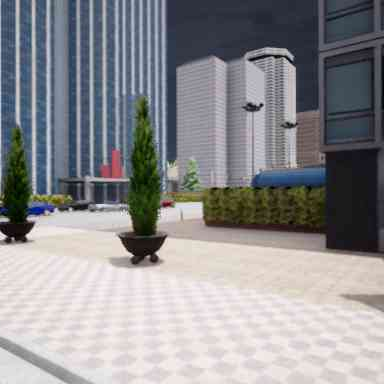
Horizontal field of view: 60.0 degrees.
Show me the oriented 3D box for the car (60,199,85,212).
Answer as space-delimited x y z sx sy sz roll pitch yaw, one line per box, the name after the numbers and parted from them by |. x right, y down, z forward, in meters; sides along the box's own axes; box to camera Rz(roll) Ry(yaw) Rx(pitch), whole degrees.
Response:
-14.223 1.669 41.312 1.882 1.535 5.008 0 0 35 | car

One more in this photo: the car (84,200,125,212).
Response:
-10.345 1.774 40.747 1.895 1.301 4.718 0 0 35 | car

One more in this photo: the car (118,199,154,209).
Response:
-8.307 1.740 49.745 2.033 1.411 5.357 0 0 35 | car

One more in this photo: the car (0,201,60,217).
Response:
-16.043 1.650 32.606 1.882 1.535 5.008 0 0 35 | car

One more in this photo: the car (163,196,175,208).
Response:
-4.510 1.525 49.057 2.097 1.767 4.553 0 0 35 | car

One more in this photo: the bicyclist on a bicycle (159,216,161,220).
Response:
-3.061 1.395 25.899 1.656 1.620 0.582 -1 0 35 | bicyclist on a bicycle
